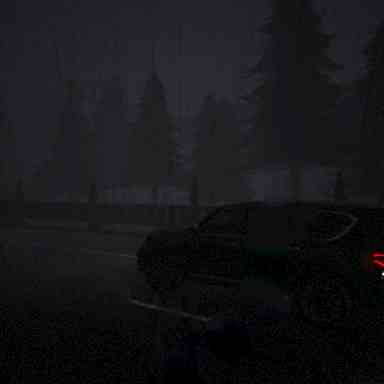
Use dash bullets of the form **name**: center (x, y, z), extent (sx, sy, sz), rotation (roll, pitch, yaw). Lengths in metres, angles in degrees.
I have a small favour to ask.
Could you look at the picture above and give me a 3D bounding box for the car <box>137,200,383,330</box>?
- **car**: center (1.392, 1.194, 7.070), extent (5.566, 2.045, 2.150), rotation (0, 0, 34)
